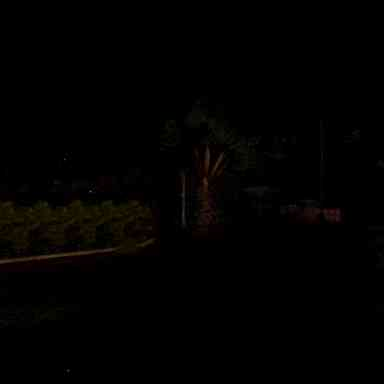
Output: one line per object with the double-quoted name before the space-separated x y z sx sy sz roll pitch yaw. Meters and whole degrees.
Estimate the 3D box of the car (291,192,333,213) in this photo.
"car" 11.568 0.985 32.085 3.866 1.878 1.905 0 0 0

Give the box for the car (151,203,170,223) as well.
"car" -3.451 1.525 25.201 1.812 1.442 4.674 0 0 -35
